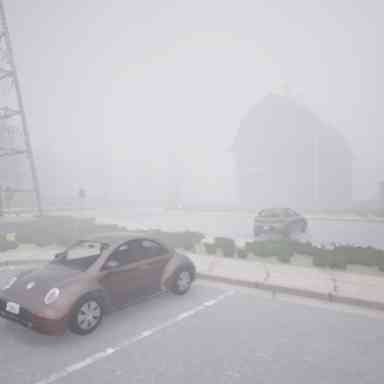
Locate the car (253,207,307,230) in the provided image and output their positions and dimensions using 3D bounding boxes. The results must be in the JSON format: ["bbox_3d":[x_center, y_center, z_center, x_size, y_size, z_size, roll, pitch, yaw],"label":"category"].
[{"bbox_3d":[4.815,1.561,17.946,1.816,1.474,4.193,-1,0,36],"label":"car"}]

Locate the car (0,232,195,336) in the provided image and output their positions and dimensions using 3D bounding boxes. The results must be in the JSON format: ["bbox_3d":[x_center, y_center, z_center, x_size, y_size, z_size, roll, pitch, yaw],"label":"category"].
[{"bbox_3d":[-1.661,1.566,6.766,1.784,1.438,3.905,-1,0,36],"label":"car"}]
